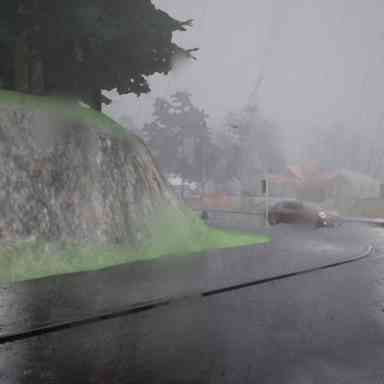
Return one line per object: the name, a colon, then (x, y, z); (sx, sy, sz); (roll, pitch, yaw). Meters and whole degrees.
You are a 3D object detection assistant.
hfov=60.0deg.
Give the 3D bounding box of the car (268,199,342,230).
car: (7.169, 1.352, 21.383); (2.097, 1.767, 4.553); (0, 0, -36)
